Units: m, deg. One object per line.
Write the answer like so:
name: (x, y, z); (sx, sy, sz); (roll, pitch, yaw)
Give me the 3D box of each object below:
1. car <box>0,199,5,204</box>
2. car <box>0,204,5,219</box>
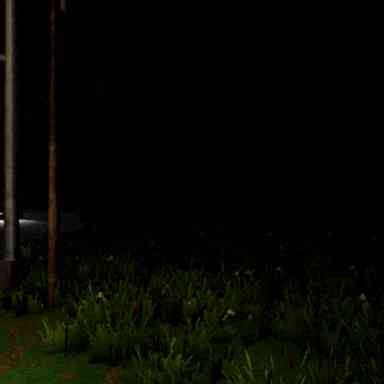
car: (-16.100, 1.537, 28.019); (1.994, 1.385, 4.181); (0, 0, -33)
car: (-12.508, 1.574, 18.700); (1.895, 1.301, 4.718); (0, 0, -13)
